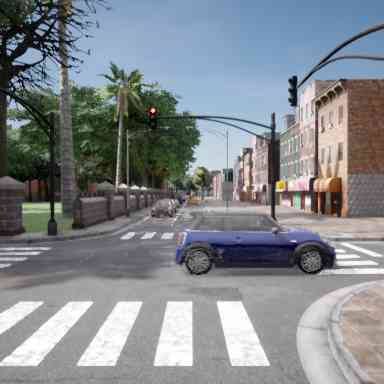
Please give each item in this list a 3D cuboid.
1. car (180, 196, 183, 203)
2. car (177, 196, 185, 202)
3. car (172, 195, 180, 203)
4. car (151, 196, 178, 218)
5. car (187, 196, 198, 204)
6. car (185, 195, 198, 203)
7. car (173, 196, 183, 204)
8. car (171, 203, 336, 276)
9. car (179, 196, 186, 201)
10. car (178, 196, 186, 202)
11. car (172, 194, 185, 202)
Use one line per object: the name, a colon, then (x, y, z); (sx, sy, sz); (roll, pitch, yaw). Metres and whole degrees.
car: (-2.619, 1.666, 47.692); (1.802, 1.307, 4.206); (0, 0, 0)
car: (-2.603, 1.795, 81.823); (1.887, 1.381, 4.507); (0, 0, 0)
car: (-2.623, 1.487, 36.314); (1.967, 1.590, 4.097); (0, 0, 0)
car: (-2.627, 1.473, 30.626); (1.967, 1.590, 4.097); (0, 0, 0)
car: (0.128, 1.670, 68.865); (2.128, 1.511, 4.902); (0, 0, 0)
car: (0.130, 1.611, 59.511); (1.882, 1.535, 5.008); (0, 0, 0)
car: (-2.985, 1.695, 71.232); (1.837, 1.490, 4.892); (0, 0, 0)
car: (1.780, 1.343, 9.886); (4.553, 1.767, 2.097); (0, 0, 0)
car: (-2.598, 1.888, 93.200); (1.947, 1.339, 4.313); (-1, 0, 0)
car: (-2.601, 1.836, 87.512); (2.008, 1.369, 4.403); (-1, 0, 0)
car: (-2.949, 1.384, 64.262); (2.150, 2.045, 5.566); (0, 0, 0)
